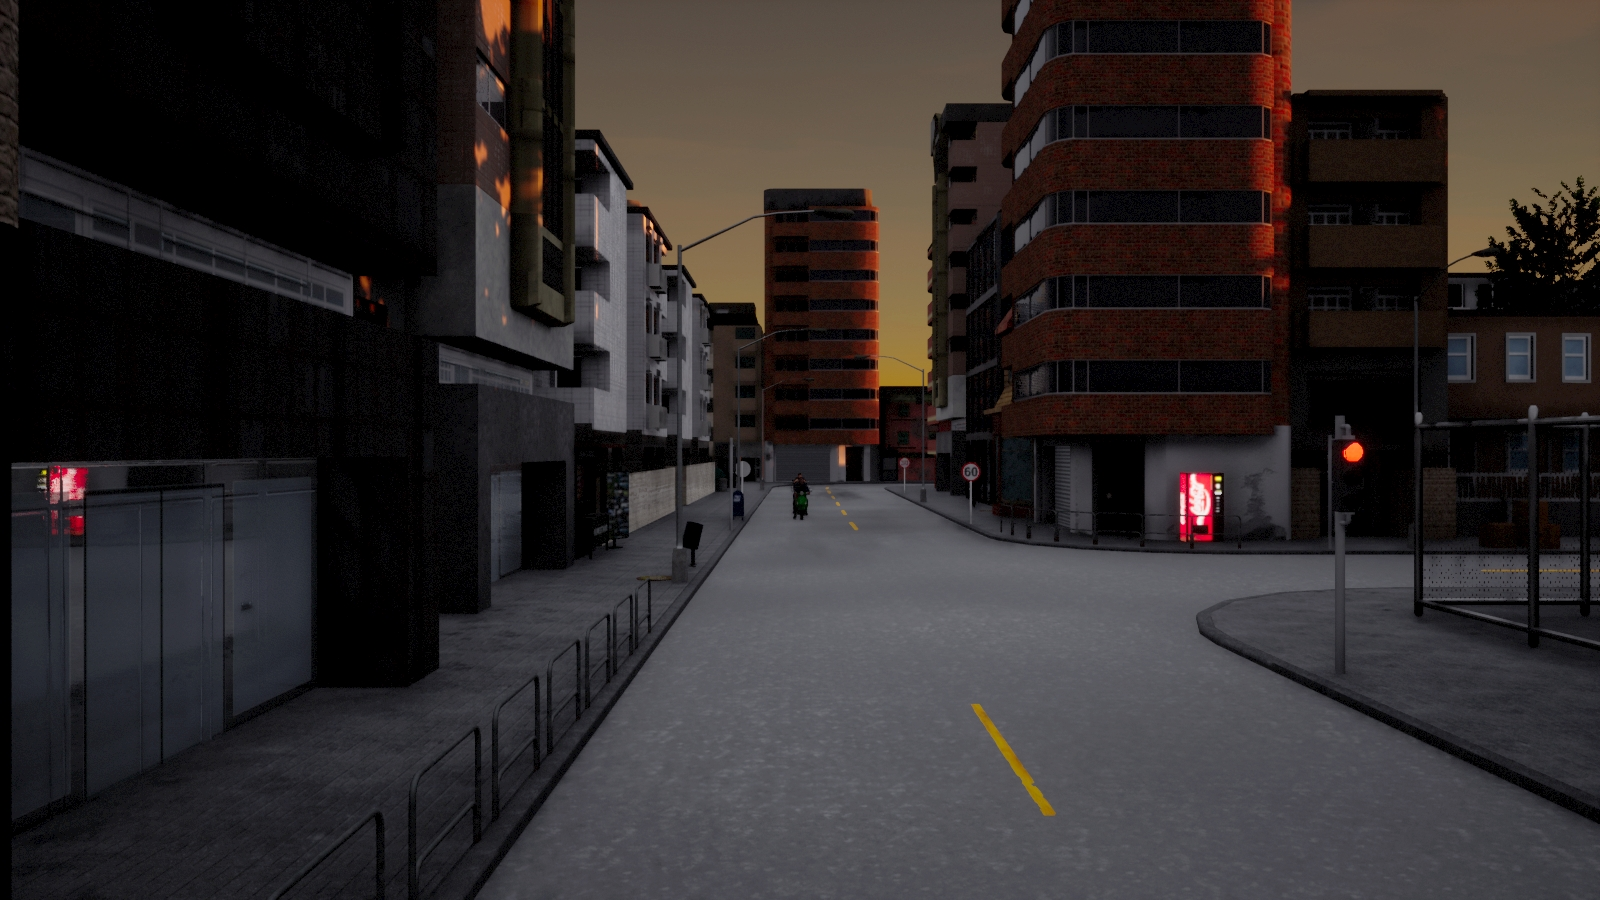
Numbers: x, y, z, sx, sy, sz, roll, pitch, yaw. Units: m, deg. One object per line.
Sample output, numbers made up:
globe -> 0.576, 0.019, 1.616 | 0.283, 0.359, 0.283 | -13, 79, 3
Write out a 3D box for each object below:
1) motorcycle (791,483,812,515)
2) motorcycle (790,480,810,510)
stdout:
motorcycle -> 0.063, 1.970, 46.521 | 0.856, 1.236, 1.805 | 0, 0, 0
motorcycle -> 0.019, 1.970, 50.389 | 0.856, 1.236, 1.805 | 0, 0, 0
